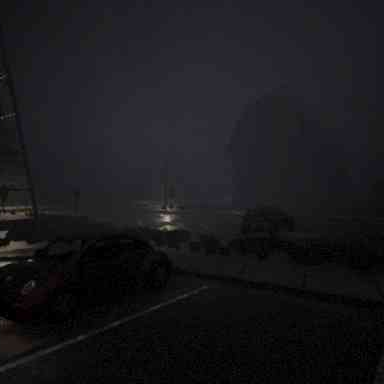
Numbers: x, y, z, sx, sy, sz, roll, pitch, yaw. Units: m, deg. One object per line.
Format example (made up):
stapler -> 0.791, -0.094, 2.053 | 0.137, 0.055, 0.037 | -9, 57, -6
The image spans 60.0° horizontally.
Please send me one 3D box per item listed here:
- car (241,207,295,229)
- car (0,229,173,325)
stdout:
car -> 4.256, 1.542, 18.342 | 1.816, 1.474, 4.193 | 0, 0, 36
car -> -2.215, 1.551, 7.158 | 1.784, 1.438, 3.905 | 0, 0, 36
